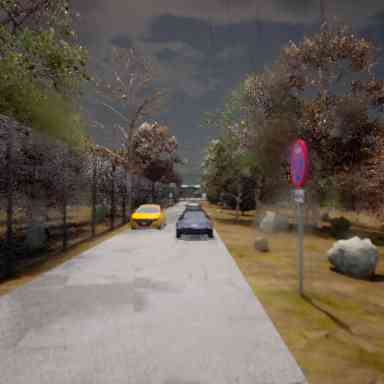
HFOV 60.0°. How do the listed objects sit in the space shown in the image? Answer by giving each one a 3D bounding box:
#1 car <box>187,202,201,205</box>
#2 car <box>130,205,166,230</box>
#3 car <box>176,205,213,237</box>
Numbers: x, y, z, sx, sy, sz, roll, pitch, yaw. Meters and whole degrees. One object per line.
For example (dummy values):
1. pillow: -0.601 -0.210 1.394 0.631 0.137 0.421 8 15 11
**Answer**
1. car: 0.207 1.770 36.142 1.812 1.442 4.674 0 -1 0
2. car: -2.804 1.594 22.042 1.882 1.535 5.008 0 -1 0
3. car: 0.134 1.650 18.573 1.994 1.385 4.181 0 0 0
